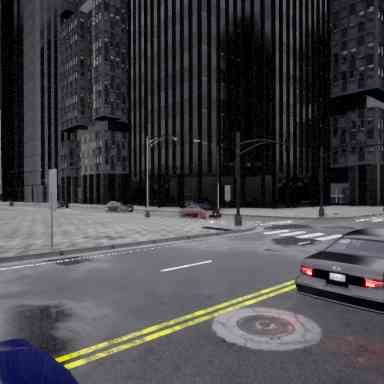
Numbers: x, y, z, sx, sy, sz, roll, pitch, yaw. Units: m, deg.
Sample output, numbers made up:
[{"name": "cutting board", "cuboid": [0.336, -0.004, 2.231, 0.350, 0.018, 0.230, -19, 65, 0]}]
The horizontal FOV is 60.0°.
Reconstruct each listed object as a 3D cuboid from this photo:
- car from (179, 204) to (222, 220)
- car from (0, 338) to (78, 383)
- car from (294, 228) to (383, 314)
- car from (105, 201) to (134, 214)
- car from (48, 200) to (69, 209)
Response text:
[{"name": "car", "cuboid": [0.678, 1.749, 29.964, 1.994, 1.385, 4.181, 0, 0, -43]}, {"name": "car", "cuboid": [-2.653, 1.601, 1.170, 4.718, 1.301, 1.895, 0, 0, -42]}, {"name": "car", "cuboid": [4.425, 1.547, 7.534, 5.357, 1.411, 2.033, 0, 0, -42]}, {"name": "car", "cuboid": [-8.882, 1.837, 40.627, 1.837, 1.490, 4.892, 0, 0, -42]}, {"name": "car", "cuboid": [-22.460, 2.108, 55.900, 2.033, 1.411, 5.357, 0, 0, -42]}]
